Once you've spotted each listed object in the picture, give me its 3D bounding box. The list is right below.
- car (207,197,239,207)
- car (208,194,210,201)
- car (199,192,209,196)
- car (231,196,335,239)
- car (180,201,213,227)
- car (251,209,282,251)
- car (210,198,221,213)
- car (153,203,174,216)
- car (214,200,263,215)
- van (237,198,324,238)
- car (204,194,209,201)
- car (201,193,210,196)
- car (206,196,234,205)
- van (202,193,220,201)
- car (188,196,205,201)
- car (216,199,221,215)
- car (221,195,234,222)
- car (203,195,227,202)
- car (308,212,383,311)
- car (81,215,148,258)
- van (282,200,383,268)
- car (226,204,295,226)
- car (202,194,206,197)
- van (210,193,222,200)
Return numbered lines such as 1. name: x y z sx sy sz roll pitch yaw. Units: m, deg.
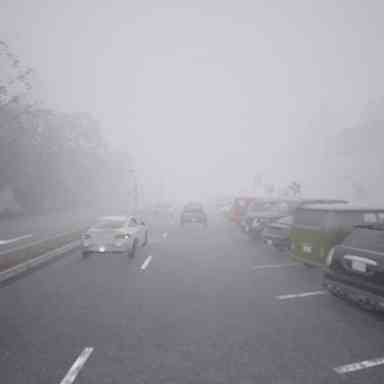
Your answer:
1. car: 5.137 1.596 54.582 4.792 1.488 2.163 1 0 -20
2. car: 5.076 1.508 45.610 4.553 1.767 2.185 1 0 -20
3. car: 5.153 1.209 72.476 5.566 2.045 2.435 1 0 -20
4. car: 5.060 1.344 15.759 5.566 2.045 2.435 1 0 -20
5. car: 0.118 1.647 24.145 2.128 1.511 4.902 0 0 0
6. car: 5.073 1.577 12.789 4.892 1.521 2.231 1 -1 -20
7. car: 4.923 1.665 33.609 5.366 1.575 1.946 1 0 -20
8. car: -2.875 1.781 34.888 1.895 1.301 4.718 0 0 0
9. car: 5.123 1.701 36.679 4.792 1.488 2.163 1 0 -20
10. van: 4.979 1.388 18.712 4.442 1.987 1.878 1 0 -20
11. car: 4.934 1.586 51.521 5.366 1.575 1.946 1 1 -20
12. car: 5.131 1.474 69.475 4.892 1.521 2.231 1 1 -20
13. car: 5.110 1.561 60.535 4.674 1.452 2.002 1 0 -20
14. van: 5.029 1.204 87.331 4.442 1.987 1.878 1 0 -20
15. car: 0.130 1.652 42.033 2.128 1.511 4.902 0 0 0
16. car: 5.065 1.698 30.682 4.792 1.488 2.163 1 0 -20
17. car: 5.116 1.384 21.755 5.566 2.045 2.435 1 -1 -20
18. car: 5.132 1.452 75.441 5.008 1.535 2.097 1 0 -20
19. car: 5.047 1.410 6.815 4.553 1.767 2.185 1 -1 -20
20. car: -2.891 1.613 13.010 1.812 1.442 4.674 0 0 0
21. van: 5.189 1.332 9.851 4.442 1.987 1.878 1 -1 -20
22. car: 5.084 1.689 24.725 4.674 1.452 2.002 1 -1 -20
23. car: 4.939 1.537 57.487 5.366 1.575 1.946 1 1 -20
24. van: 4.996 1.425 42.582 4.442 1.987 1.878 1 1 -20
